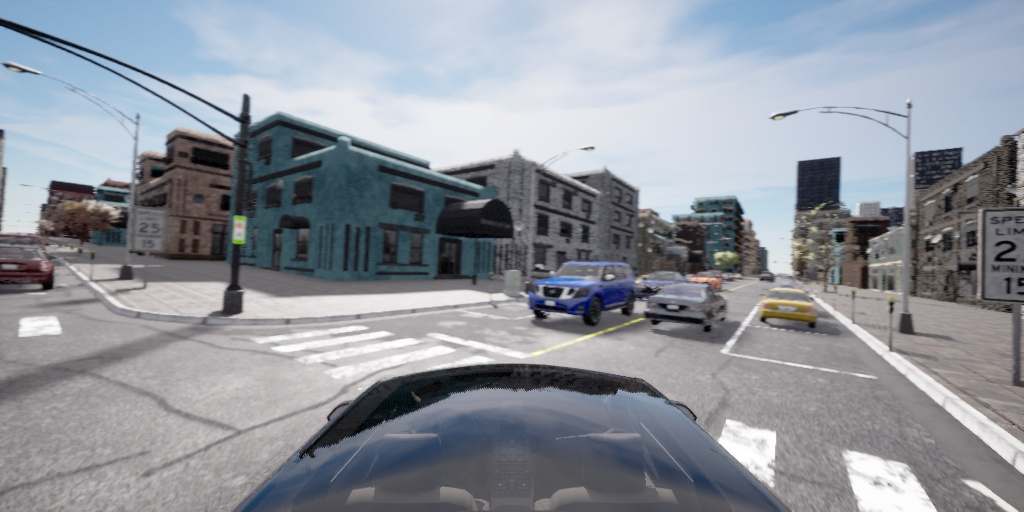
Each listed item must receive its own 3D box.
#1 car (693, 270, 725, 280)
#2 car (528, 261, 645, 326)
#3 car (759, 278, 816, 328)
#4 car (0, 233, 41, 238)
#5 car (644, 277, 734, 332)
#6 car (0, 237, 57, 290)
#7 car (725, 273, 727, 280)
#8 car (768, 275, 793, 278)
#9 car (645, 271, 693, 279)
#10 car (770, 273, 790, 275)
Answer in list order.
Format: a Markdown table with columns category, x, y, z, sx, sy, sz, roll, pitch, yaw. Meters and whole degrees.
| category | x | y | z | sx | sy | sz | roll | pitch | yaw |
| --- | --- | --- | --- | --- | --- | --- | --- | --- | --- |
| car | 17.971 | 2.276 | 33.184 | 2.097 | 1.767 | 4.553 | 2 | -1 | 37 |
| car | 2.817 | 1.188 | 13.138 | 2.150 | 2.045 | 5.566 | 2 | -1 | 37 |
| car | 10.674 | 1.819 | 13.973 | 1.751 | 1.417 | 4.829 | 0 | 0 | 37 |
| car | -26.954 | -0.294 | 19.481 | 5.009 | 1.841 | 2.192 | 0 | 0 | 37 |
| car | 6.225 | 1.641 | 12.523 | 2.033 | 1.411 | 5.357 | 2 | -1 | 37 |
| car | -17.847 | 0.287 | 12.726 | 4.097 | 1.591 | 1.967 | 0 | 0 | 37 |
| car | 30.524 | 3.111 | 54.204 | 2.192 | 1.841 | 5.009 | 0 | 0 | 37 |
| car | 23.890 | 2.687 | 31.494 | 2.007 | 1.370 | 4.403 | 0 | 0 | 37 |
| car | 9.000 | 1.709 | 21.331 | 2.097 | 1.767 | 4.553 | 2 | -1 | 37 |
| car | 30.549 | 2.998 | 40.323 | 1.967 | 1.591 | 4.097 | 0 | 0 | 37 |
